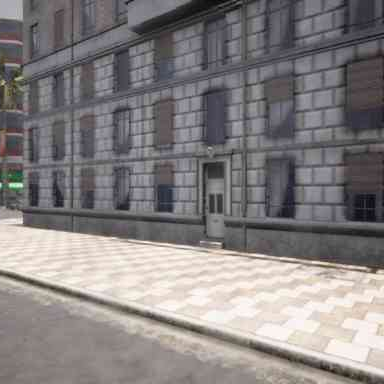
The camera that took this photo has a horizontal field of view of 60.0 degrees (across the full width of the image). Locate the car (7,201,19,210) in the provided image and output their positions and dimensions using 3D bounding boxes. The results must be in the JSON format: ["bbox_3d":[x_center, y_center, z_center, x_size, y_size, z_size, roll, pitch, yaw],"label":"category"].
[{"bbox_3d":[-20.842,1.564,41.796,1.994,1.385,4.181,0,0,36],"label":"car"}]

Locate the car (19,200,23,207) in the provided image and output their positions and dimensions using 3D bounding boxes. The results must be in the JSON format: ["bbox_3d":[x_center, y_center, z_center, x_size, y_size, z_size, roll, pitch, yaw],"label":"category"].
[{"bbox_3d":[-17.746,1.526,40.112,1.812,1.442,4.674,0,0,36],"label":"car"}]
